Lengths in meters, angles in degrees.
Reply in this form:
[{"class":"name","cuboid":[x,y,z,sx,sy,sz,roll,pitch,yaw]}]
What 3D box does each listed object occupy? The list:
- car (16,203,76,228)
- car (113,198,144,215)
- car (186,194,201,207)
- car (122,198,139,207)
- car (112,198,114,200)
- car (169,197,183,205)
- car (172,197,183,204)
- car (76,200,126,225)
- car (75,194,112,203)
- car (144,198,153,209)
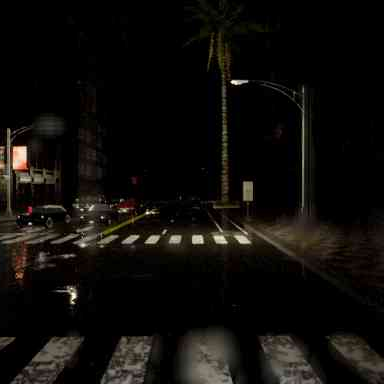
[{"class":"car","cuboid":[-9.775,1.606,22.360,1.895,1.301,4.718,0,0,1]},{"class":"car","cuboid":[-6.458,1.537,34.121,1.812,1.442,4.674,0,0,0]},{"class":"car","cuboid":[0.208,1.259,53.417,2.150,2.045,5.566,0,0,0]},{"class":"car","cuboid":[-9.598,1.636,52.268,1.895,1.301,4.718,0,0,1]},{"class":"car","cuboid":[-9.675,1.511,42.139,2.128,1.511,4.902,0,0,1]},{"class":"car","cuboid":[-2.936,1.610,57.709,1.994,1.385,4.181,0,0,1]},{"class":"car","cuboid":[-2.897,1.633,67.667,1.994,1.385,4.181,0,0,0]},{"class":"car","cuboid":[-6.504,1.553,24.164,2.033,1.411,5.357,0,0,0]},{"class":"car","cuboid":[-9.721,1.231,32.118,2.150,2.045,5.566,0,0,0]},{"class":"car","cuboid":[-6.412,1.527,44.551,1.837,1.490,4.892,0,0,0]}]
